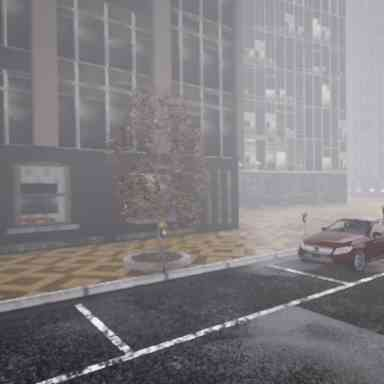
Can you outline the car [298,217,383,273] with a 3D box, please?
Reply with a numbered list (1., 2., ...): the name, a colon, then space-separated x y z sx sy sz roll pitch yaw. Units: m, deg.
1. car: 5.028 1.433 10.093 4.206 1.307 1.802 -1 1 -35
